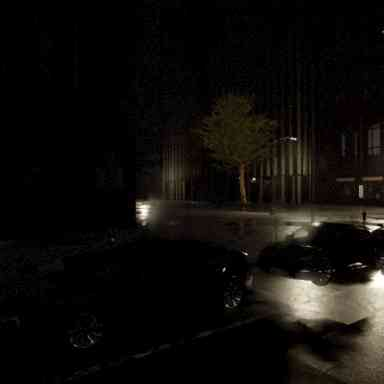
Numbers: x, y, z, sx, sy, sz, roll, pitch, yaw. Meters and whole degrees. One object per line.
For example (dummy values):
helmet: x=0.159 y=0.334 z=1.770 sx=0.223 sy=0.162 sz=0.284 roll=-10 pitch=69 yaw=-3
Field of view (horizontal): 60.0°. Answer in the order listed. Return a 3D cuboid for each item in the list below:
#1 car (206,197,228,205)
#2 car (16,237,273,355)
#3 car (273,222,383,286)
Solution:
car: x=4.476 y=1.609 z=60.559 sx=1.837 sy=1.490 sz=4.892 roll=0 pitch=0 yaw=-36
car: x=-0.762 y=1.566 z=6.116 sx=4.313 sy=1.339 sz=1.947 roll=0 pitch=0 yaw=-36
car: x=3.817 y=1.566 z=9.402 sx=4.313 sy=1.339 sz=1.947 roll=0 pitch=0 yaw=-36
